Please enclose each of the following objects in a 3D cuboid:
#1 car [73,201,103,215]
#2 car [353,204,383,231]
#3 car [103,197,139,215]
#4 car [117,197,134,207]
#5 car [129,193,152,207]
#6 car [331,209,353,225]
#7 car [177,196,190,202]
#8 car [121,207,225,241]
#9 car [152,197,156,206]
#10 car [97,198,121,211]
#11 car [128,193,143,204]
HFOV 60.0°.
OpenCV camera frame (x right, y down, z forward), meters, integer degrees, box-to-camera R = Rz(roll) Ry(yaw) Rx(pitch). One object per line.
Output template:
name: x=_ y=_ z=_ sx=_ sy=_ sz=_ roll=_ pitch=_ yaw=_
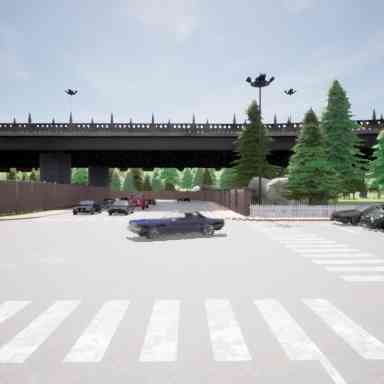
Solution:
car: x=-10.569 y=1.564 z=33.870 sx=1.994 sy=1.385 sz=4.181 roll=0 pitch=0 yaw=0
car: x=12.004 y=1.296 z=18.693 sx=4.553 sy=1.767 sz=2.097 roll=0 pitch=0 yaw=2
car: x=-7.043 y=1.547 z=33.593 sx=2.033 sy=1.411 sz=5.357 roll=0 pitch=0 yaw=0
car: x=-10.540 y=1.526 z=52.765 sx=1.812 sy=1.442 sz=4.674 roll=0 pitch=0 yaw=0
car: x=-7.045 y=1.221 z=43.767 sx=2.150 sy=2.045 sz=5.566 roll=0 pitch=0 yaw=0
car: x=12.235 y=1.492 z=22.219 sx=5.357 sy=1.411 sz=2.033 roll=0 pitch=0 yaw=2
car: x=-1.908 y=1.553 z=75.231 sx=1.994 sy=1.385 sz=4.181 roll=0 pitch=0 yaw=-19
car: x=-0.812 y=1.572 z=16.560 sx=4.718 sy=1.301 sz=1.895 roll=0 pitch=0 yaw=-28
car: x=-7.046 y=1.564 z=55.050 sx=1.994 sy=1.385 sz=4.181 roll=0 pitch=0 yaw=0
car: x=-10.544 y=1.526 z=42.585 sx=1.812 sy=1.442 sz=4.674 roll=0 pitch=0 yaw=0
car: x=-10.690 y=1.221 z=63.473 sx=2.150 sy=2.045 sz=5.566 roll=0 pitch=0 yaw=-3
